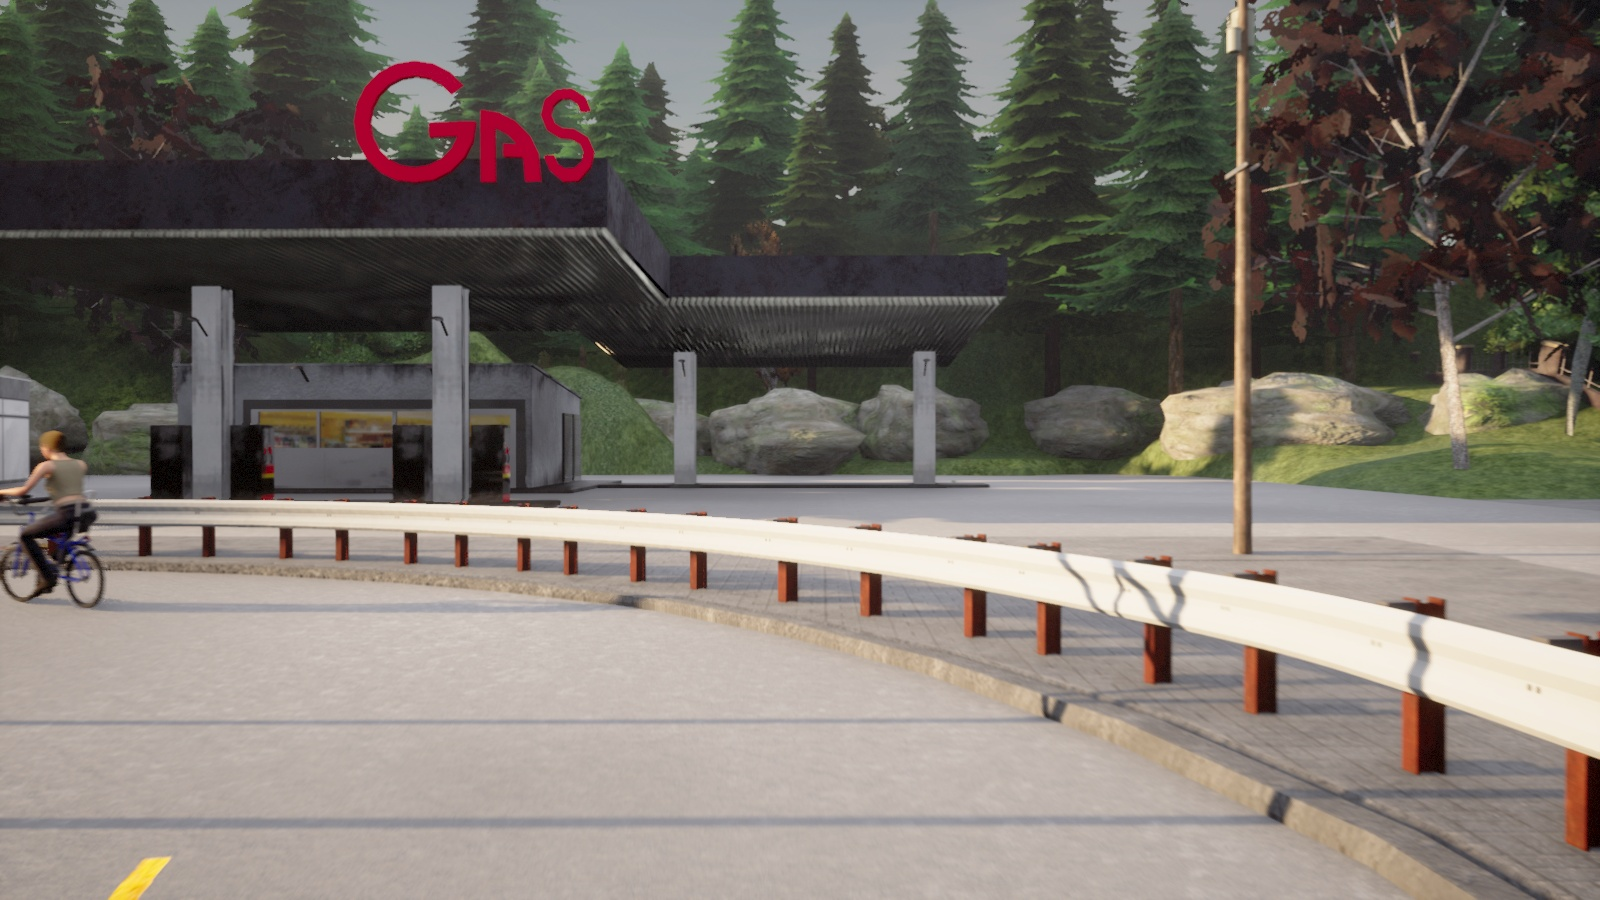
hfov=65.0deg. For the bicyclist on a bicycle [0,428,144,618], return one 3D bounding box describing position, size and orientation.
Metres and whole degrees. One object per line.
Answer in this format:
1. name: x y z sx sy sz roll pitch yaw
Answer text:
1. bicyclist on a bicycle: -6.914 0.618 11.475 1.509 1.612 0.866 0 2 27
